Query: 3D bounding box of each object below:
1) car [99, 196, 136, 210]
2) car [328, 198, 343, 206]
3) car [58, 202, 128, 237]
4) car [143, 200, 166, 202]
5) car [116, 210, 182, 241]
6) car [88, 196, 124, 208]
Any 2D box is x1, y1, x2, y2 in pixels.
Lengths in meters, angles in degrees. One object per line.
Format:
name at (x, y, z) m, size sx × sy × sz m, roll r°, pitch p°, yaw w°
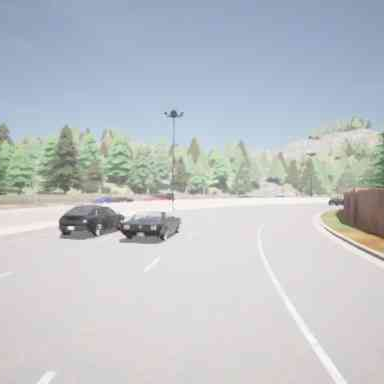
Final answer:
car at (-9.121, 1.352, 41.171) m, size 1.837 × 1.490 × 4.892 m, roll 1°, pitch 1°, yaw 24°
car at (26.997, 1.837, 61.901) m, size 4.892 × 1.490 × 1.837 m, roll 1°, pitch 0°, yaw -45°
car at (-5.129, 1.423, 17.666) m, size 1.837 × 1.490 × 4.892 m, roll 1°, pitch 0°, yaw 11°
car at (-4.262, 1.138, 43.484) m, size 2.150 × 2.045 × 5.566 m, roll 1°, pitch 0°, yaw 25°
car at (-1.831, 1.565, 16.553) m, size 1.895 × 1.301 × 4.718 m, roll 1°, pitch 0°, yaw 10°
car at (-11.411, 1.293, 44.579) m, size 1.882 × 1.535 × 5.008 m, roll 1°, pitch 0°, yaw 24°
